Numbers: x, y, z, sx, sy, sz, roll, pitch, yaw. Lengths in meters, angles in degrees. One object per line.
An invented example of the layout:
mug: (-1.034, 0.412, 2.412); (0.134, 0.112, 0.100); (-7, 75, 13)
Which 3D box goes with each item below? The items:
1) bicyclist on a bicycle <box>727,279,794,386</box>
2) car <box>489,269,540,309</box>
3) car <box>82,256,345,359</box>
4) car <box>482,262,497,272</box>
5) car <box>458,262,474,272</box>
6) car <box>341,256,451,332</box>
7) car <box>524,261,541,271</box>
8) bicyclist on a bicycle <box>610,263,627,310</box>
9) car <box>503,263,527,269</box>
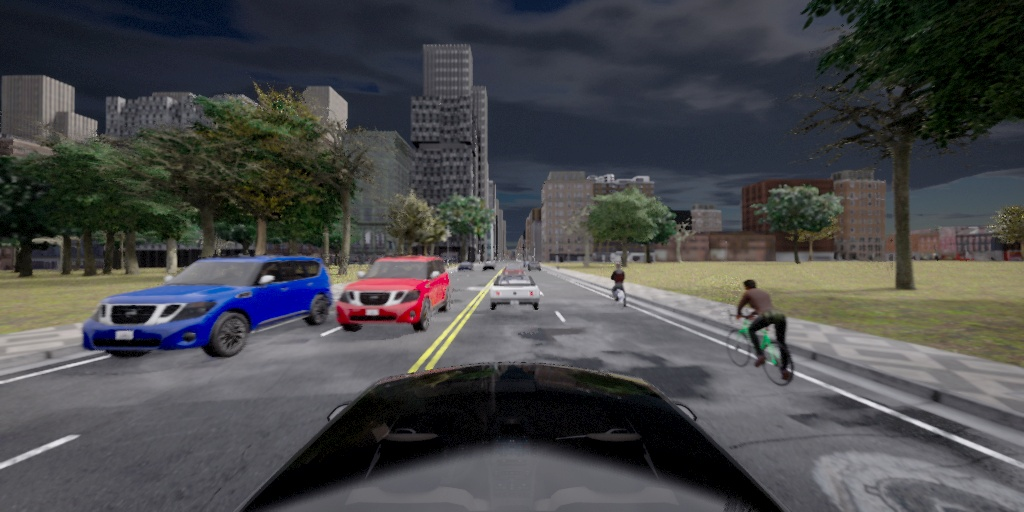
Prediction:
bicyclist on a bicycle: (4.145, 1.220, 6.097); (0.582, 1.620, 1.656); (0, 0, 0)
car: (0.104, 1.407, 15.180); (1.895, 1.301, 4.718); (0, 0, 0)
car: (-6.599, 1.001, 8.874); (2.150, 2.045, 5.566); (0, 0, 0)
car: (-3.305, 1.595, 53.065); (1.895, 1.301, 4.718); (0, 0, 0)
car: (-6.557, 1.536, 52.058); (2.033, 1.411, 5.357); (0, 0, 0)
car: (-3.348, 1.011, 11.362); (2.150, 2.045, 5.566); (0, 0, 0)
car: (3.366, 1.500, 55.631); (2.128, 1.511, 4.902); (0, 0, 0)
bicyclist on a bicycle: (4.147, 1.173, 14.199); (0.659, 1.776, 1.843); (0, 0, 0)
car: (0.109, 1.491, 33.283); (1.895, 1.301, 4.718); (0, 0, 0)
